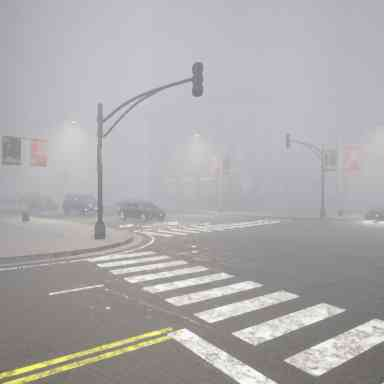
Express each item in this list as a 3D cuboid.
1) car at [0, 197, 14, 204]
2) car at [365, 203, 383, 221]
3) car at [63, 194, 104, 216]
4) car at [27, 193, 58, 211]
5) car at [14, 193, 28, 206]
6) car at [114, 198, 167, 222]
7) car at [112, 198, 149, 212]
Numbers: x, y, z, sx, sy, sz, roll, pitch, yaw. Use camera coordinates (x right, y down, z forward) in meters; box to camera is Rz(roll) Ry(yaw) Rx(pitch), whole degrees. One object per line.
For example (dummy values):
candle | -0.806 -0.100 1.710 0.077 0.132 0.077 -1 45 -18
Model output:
car | -33.616 1.532 61.001 1.994 1.385 4.181 0 0 -45
car | 15.110 1.575 25.642 4.181 1.385 1.994 0 0 -38
car | -11.021 1.207 33.446 2.150 2.045 5.566 0 0 -45
car | -18.109 1.333 40.569 2.097 1.767 4.553 0 0 -45
car | -26.039 1.198 53.402 5.566 2.045 2.150 0 0 45
car | -4.013 1.495 26.412 1.837 1.490 4.892 0 0 -44
car | -7.299 1.472 39.176 1.882 1.535 5.008 0 0 -45
